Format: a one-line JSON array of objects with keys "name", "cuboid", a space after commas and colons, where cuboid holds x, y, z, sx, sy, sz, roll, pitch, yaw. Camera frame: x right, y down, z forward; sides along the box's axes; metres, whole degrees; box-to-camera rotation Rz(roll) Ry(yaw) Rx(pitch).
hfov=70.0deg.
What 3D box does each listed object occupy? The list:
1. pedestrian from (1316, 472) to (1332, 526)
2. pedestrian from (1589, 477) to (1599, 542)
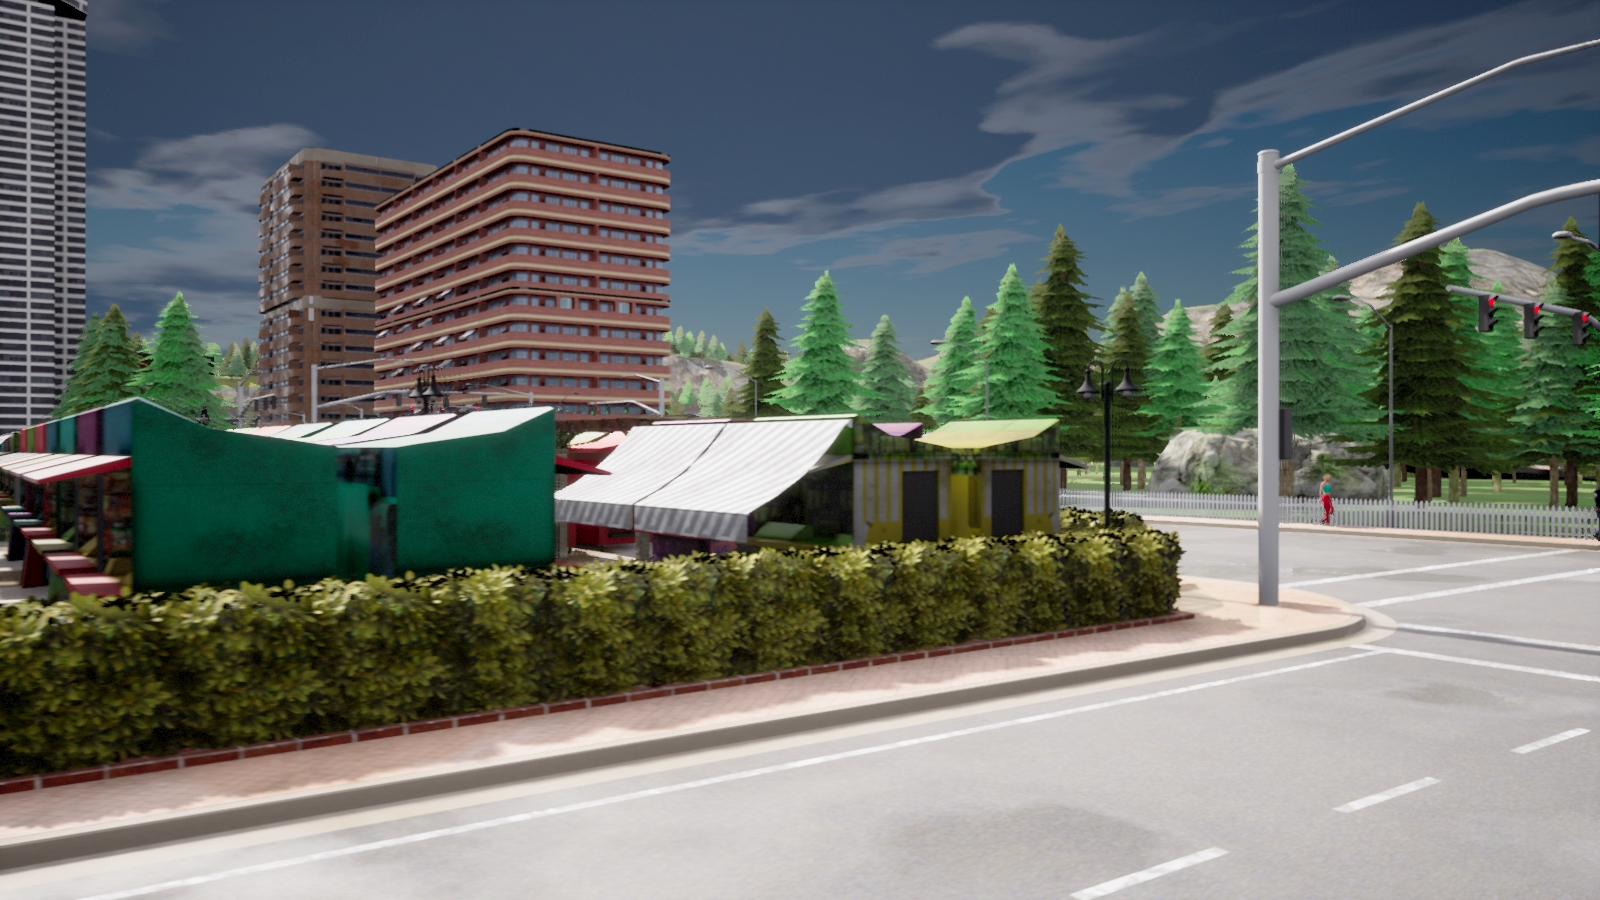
[{"name": "pedestrian", "cuboid": [18.131, 1.698, 39.538, 0.375, 1.860, 0.375, 0, 0, -37]}, {"name": "pedestrian", "cuboid": [22.933, 1.699, 32.764, 0.375, 1.860, 0.375, 0, 0, -33]}]
